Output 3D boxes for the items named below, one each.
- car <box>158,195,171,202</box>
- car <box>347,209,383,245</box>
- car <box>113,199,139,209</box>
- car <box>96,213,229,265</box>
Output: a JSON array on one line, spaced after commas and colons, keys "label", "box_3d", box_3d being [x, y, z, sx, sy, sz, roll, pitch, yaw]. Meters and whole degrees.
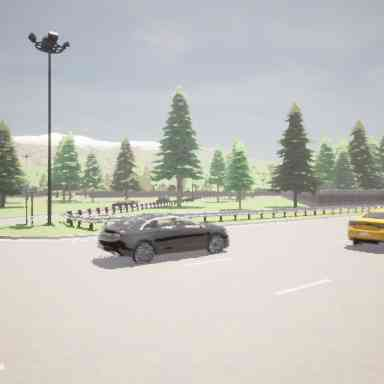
[{"label": "car", "box_3d": [-5.724, 1.351, 68.956, 2.097, 1.767, 4.553, 0, 0, 6]}, {"label": "car", "box_3d": [8.629, 1.478, 14.179, 5.008, 1.535, 1.882, 0, 0, -35]}, {"label": "car", "box_3d": [-8.610, 1.601, 44.076, 1.895, 1.301, 4.718, 0, 0, 11]}, {"label": "car", "box_3d": [-0.850, 1.492, 11.730, 4.902, 1.511, 2.128, 0, 0, -35]}]
